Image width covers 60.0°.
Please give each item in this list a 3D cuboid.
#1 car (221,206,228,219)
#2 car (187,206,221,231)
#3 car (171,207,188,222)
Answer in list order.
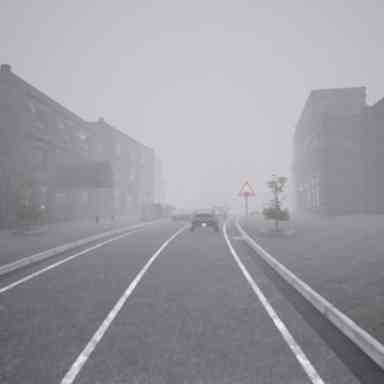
[{"bbox_3d":[3.464,2.548,42.062,2.033,1.649,4.856,-1,-2,10],"label":"car"},{"bbox_3d":[0.990,1.950,23.930,1.837,1.490,4.892,0,-2,5],"label":"car"},{"bbox_3d":[-0.921,2.352,35.088,1.882,1.535,5.008,-1,-2,9],"label":"car"}]
